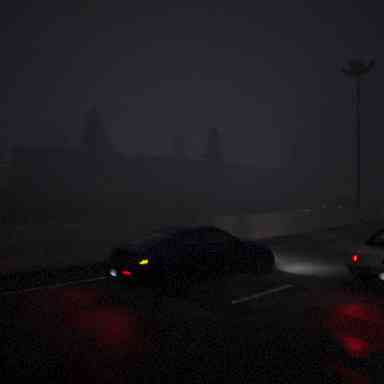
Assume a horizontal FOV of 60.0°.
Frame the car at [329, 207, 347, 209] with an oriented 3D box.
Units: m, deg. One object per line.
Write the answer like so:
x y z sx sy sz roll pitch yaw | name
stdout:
13.672 1.402 30.626 4.553 1.767 2.097 0 0 -43 | car

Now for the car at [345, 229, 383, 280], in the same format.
6.032 1.618 8.908 4.718 1.301 1.895 0 0 -41 | car

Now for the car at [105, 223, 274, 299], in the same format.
0.120 1.535 8.513 4.674 1.442 1.812 0 0 -39 | car
